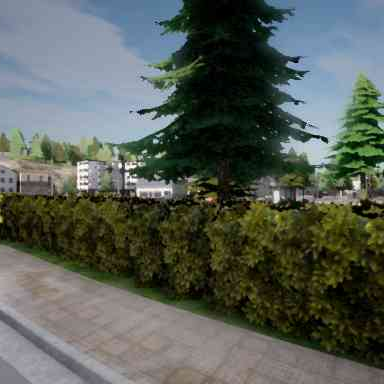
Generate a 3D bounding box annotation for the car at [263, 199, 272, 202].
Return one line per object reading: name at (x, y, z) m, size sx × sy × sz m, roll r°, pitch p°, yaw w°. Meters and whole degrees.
car at (9.908, 1.477, 44.336) m, size 5.008 × 1.535 × 1.882 m, roll 0°, pitch 0°, yaw -45°

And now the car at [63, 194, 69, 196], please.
car at (-31.237, 1.232, 85.583) m, size 3.806 × 1.475 × 1.970 m, roll 0°, pitch 0°, yaw -45°

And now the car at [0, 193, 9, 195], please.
car at (-23.119, 1.330, 40.911) m, size 5.027 × 1.636 × 2.152 m, roll 0°, pitch 0°, yaw -45°

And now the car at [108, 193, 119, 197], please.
car at (-15.223, 1.097, 70.309) m, size 4.605 × 1.855 × 1.932 m, roll 0°, pitch 0°, yaw -45°

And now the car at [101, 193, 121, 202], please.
car at (-17.552, 1.076, 72.095) m, size 3.866 × 1.878 × 1.905 m, roll 0°, pitch 0°, yaw -45°

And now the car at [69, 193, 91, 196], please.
car at (-26.512, 1.153, 81.228) m, size 5.027 × 1.636 × 2.152 m, roll 0°, pitch 0°, yaw -45°

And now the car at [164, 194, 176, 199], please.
car at (-2.224, 1.221, 37.422) m, size 5.566 × 2.045 × 2.150 m, roll 0°, pitch 0°, yaw -45°

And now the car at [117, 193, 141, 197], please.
car at (-9.692, 1.384, 53.878) m, size 3.806 × 1.475 × 1.970 m, roll 0°, pitch 0°, yaw -45°

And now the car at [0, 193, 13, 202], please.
car at (-41.120, 1.097, 71.295) m, size 4.605 × 1.855 × 1.932 m, roll 0°, pitch 0°, yaw -45°
